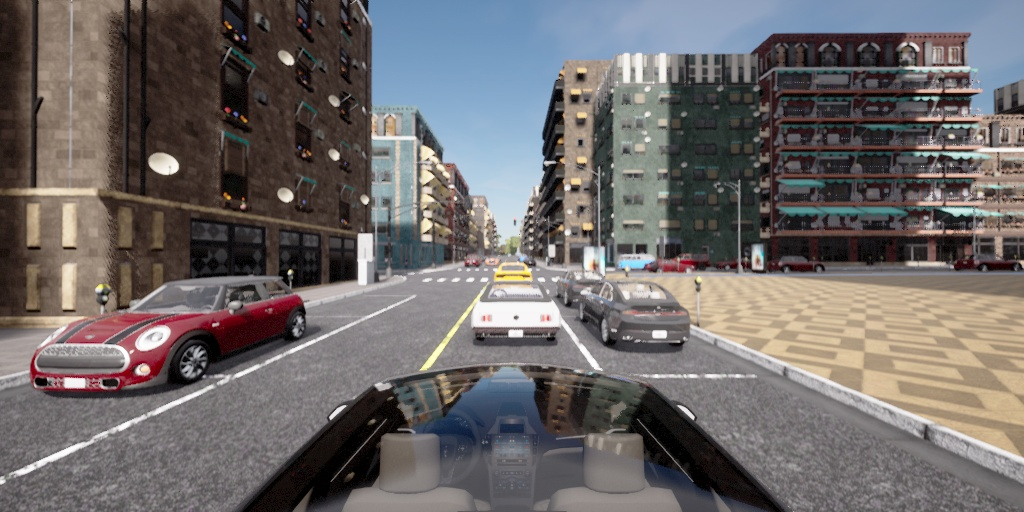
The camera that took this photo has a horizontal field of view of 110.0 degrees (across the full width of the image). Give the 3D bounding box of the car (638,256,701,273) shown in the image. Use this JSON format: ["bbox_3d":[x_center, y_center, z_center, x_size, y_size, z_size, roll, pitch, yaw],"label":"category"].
[{"bbox_3d":[13.644,0.922,31.241,4.207,1.307,1.802,0,0,0],"label":"car"}]

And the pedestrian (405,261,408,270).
[{"bbox_3d":[-12.618,0.764,42.708,0.375,1.860,0.375,0,0,0],"label":"pedestrian"}]

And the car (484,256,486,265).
[{"bbox_3d":[-5.813,0.855,58.376,1.888,1.381,4.507,0,0,0],"label":"car"}]

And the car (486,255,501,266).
[{"bbox_3d":[-3.194,0.658,58.846,2.097,1.767,4.553,0,0,0],"label":"car"}]

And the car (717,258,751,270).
[{"bbox_3d":[24.744,0.857,39.565,4.507,1.381,1.888,0,0,0],"label":"car"}]

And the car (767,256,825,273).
[{"bbox_3d":[24.700,0.696,31.185,4.097,1.591,1.967,0,0,0],"label":"car"}]

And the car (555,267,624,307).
[{"bbox_3d":[2.793,1.199,14.592,2.007,1.370,4.403,0,0,0],"label":"car"}]

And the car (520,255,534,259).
[{"bbox_3d":[2.580,0.919,52.783,1.948,1.339,4.313,0,0,0],"label":"car"}]

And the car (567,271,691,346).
[{"bbox_3d":[2.805,1.243,9.022,2.007,1.370,4.403,0,0,0],"label":"car"}]

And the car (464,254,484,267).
[{"bbox_3d":[-5.800,0.667,52.805,2.192,1.841,5.009,0,0,0],"label":"car"}]

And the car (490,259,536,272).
[{"bbox_3d":[0.055,1.092,19.052,1.882,1.535,5.008,0,0,0],"label":"car"}]

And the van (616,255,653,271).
[{"bbox_3d":[13.688,0.737,39.621,3.998,1.789,1.690,0,0,0],"label":"van"}]

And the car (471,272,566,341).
[{"bbox_3d":[0.082,1.289,9.600,1.895,1.301,4.718,0,0,0],"label":"car"}]

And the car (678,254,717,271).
[{"bbox_3d":[19.216,0.669,39.593,5.009,1.841,2.192,0,0,0],"label":"car"}]

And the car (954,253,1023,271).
[{"bbox_3d":[41.281,0.572,31.101,4.097,1.591,1.967,0,0,0],"label":"car"}]

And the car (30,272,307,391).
[{"bbox_3d":[-5.830,1.150,6.768,1.967,1.591,4.097,0,0,0],"label":"car"}]

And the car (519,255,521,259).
[{"bbox_3d":[2.568,0.892,58.354,1.802,1.307,4.207,0,0,0],"label":"car"}]
